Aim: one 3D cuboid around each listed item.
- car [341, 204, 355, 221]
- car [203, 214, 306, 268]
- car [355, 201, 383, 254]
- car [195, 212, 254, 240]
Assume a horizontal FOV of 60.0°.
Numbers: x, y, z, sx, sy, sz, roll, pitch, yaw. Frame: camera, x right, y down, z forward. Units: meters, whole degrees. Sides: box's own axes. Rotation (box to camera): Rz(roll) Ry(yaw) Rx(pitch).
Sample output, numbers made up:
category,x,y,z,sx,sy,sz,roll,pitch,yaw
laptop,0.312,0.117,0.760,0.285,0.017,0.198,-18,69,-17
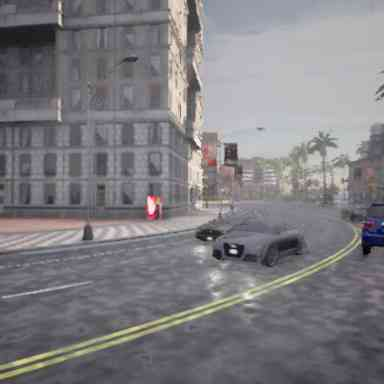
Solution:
category,x,y,z,sx,sy,sz,roll,pitch,yaw
car,15.370,1.866,31.167,2.128,1.511,4.902,0,-1,12
car,2.542,1.704,12.040,1.994,1.385,4.181,0,-1,39
car,8.440,1.391,13.734,2.150,2.045,5.566,0,-1,34
car,2.295,1.746,17.275,2.033,1.411,5.357,0,-1,34
